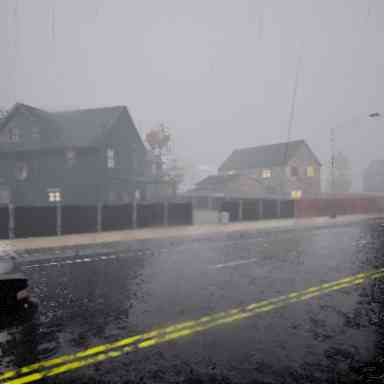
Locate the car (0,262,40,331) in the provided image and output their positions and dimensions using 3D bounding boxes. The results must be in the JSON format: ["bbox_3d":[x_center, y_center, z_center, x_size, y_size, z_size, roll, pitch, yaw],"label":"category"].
[{"bbox_3d":[-4.903,1.546,4.180,5.357,1.411,2.033,0,0,-35],"label":"car"}]
